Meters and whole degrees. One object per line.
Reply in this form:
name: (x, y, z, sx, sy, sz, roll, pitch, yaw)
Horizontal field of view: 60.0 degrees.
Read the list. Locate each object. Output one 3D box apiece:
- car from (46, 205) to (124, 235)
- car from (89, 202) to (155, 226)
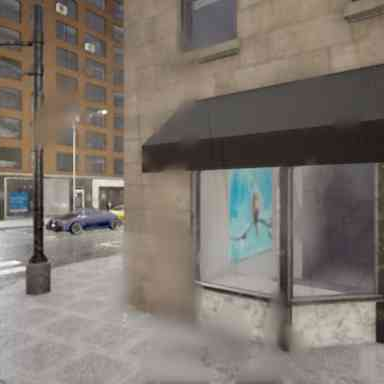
car: (-6.110, 1.587, 19.103, 1.994, 1.385, 4.181, 0, 0, 36)
car: (-5.084, 1.557, 24.832, 1.752, 1.417, 4.829, 0, 0, 36)
